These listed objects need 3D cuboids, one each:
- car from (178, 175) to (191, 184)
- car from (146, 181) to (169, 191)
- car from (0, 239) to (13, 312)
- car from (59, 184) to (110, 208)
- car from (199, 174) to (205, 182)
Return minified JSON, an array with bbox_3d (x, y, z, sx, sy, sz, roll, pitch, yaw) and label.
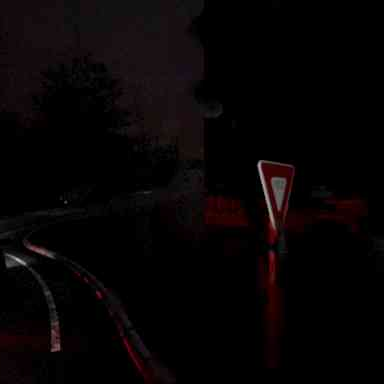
[{"bbox_3d":[-1.372,-2.550,63.639,1.837,1.490,4.892,0,5,8],"label":"car"},{"bbox_3d":[-4.902,-0.938,48.190,2.033,1.411,5.357,0,5,16],"label":"car"},{"bbox_3d":[-5.055,1.540,7.142,1.837,1.490,4.892,0,0,-31],"label":"car"},{"bbox_3d":[-10.440,0.322,32.727,2.150,2.045,5.566,0,5,23],"label":"car"},{"bbox_3d":[2.444,-2.955,68.296,1.882,1.535,5.008,0,5,5],"label":"car"}]
